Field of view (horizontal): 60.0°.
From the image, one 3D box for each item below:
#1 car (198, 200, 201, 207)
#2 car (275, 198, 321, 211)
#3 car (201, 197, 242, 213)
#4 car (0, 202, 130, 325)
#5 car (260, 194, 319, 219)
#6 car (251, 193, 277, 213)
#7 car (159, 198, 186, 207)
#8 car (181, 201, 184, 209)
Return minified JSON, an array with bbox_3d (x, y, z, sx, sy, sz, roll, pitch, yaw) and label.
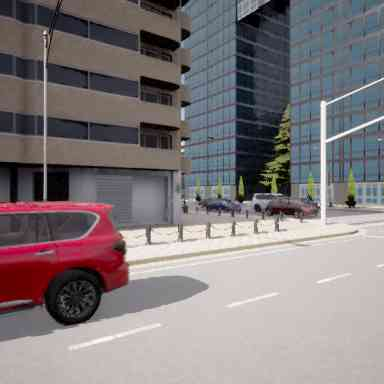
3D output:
[{"bbox_3d":[2.797,1.436,42.877,2.128,1.511,4.902,0,0,-35],"label":"car"},{"bbox_3d":[12.909,1.492,40.915,2.033,1.411,5.357,0,0,-34],"label":"car"},{"bbox_3d":[3.352,1.470,36.029,1.812,1.442,4.674,0,0,-35],"label":"car"},{"bbox_3d":[-3.801,1.221,5.580,5.566,2.045,2.150,0,0,-36],"label":"car"},{"bbox_3d":[8.557,1.297,28.717,2.097,1.767,4.553,0,0,-35],"label":"car"},{"bbox_3d":[8.635,1.166,34.637,2.150,2.045,5.566,0,0,-36],"label":"car"},{"bbox_3d":[-3.052,1.545,51.234,1.895,1.301,4.718,0,0,-35],"label":"car"},{"bbox_3d":[-2.738,1.470,44.684,1.812,1.442,4.674,0,0,-35],"label":"car"}]
